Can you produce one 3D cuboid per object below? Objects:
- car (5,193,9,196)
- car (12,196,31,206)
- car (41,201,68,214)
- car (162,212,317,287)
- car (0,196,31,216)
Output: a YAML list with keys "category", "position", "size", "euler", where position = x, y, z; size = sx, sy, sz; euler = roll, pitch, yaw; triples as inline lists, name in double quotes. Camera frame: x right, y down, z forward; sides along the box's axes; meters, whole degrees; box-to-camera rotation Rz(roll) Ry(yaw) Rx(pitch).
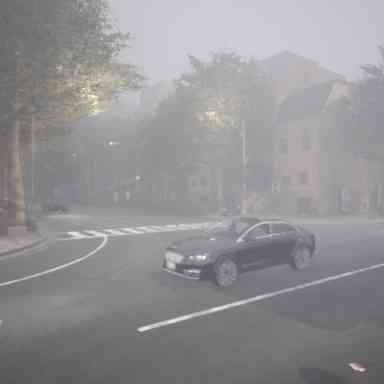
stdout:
- category: "car"
  position: [-25.511, 1.219, 45.739]
  size: [2.435, 2.045, 5.566]
  euler: [0, 0, -35]
- category: "car"
  position: [-28.095, 1.477, 54.668]
  size: [2.128, 1.511, 4.902]
  euler: [0, 0, -35]
- category: "car"
  position: [-14.698, 1.584, 35.569]
  size: [1.895, 1.301, 4.718]
  euler: [0, 0, -35]
- category: "car"
  position: [1.492, 1.478, 9.356]
  size: [4.902, 1.511, 2.128]
  euler: [0, 0, -36]
- category: "car"
  position: [-17.690, 1.472, 33.674]
  size: [2.231, 1.521, 4.892]
  euler: [0, 0, -35]
